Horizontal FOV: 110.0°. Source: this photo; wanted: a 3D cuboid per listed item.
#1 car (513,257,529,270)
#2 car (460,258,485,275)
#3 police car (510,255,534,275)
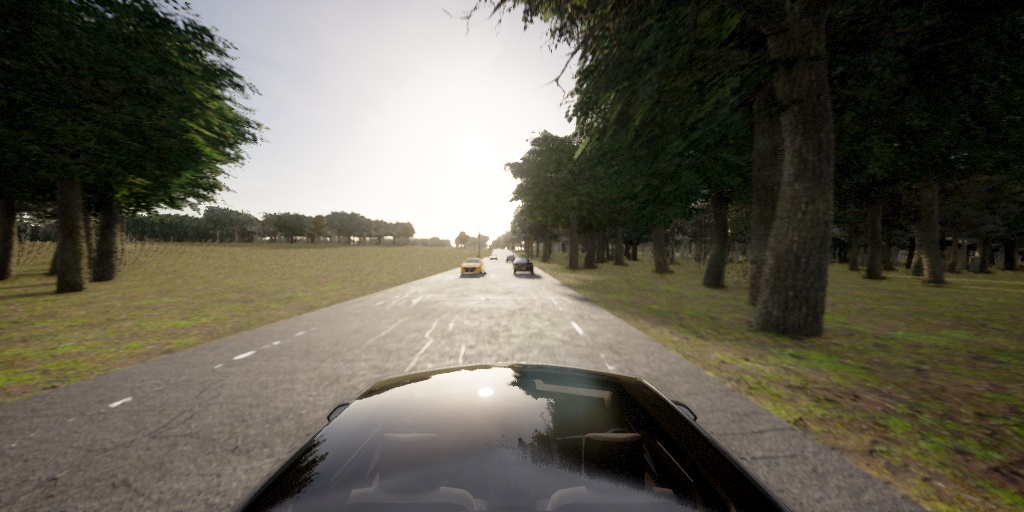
[{"bbox_3d":[1.020,0.819,43.986,1.812,1.442,4.674,0,1,0],"label":"car"},{"bbox_3d":[-3.582,0.909,33.143,1.882,1.535,5.008,0,0,0],"label":"car"},{"bbox_3d":[1.046,0.845,34.089,1.930,1.638,5.238,0,1,0],"label":"police car"}]
